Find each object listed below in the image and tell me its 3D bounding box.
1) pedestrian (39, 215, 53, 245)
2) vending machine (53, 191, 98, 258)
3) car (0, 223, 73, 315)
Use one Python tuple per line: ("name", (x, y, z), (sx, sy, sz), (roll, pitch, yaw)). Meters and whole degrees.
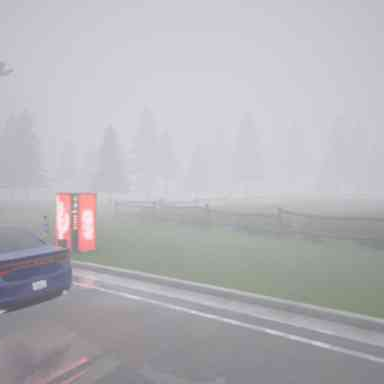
("pedestrian", (-4.974, 1.290, 11.380), (0.500, 1.100, 0.500), (1, 1, 30))
("vending machine", (-3.861, 1.008, 11.099), (0.880, 2.100, 1.100), (1, 1, 30))
("car", (-4.620, 1.352, 6.753), (5.008, 1.535, 1.882), (1, 1, 31))
